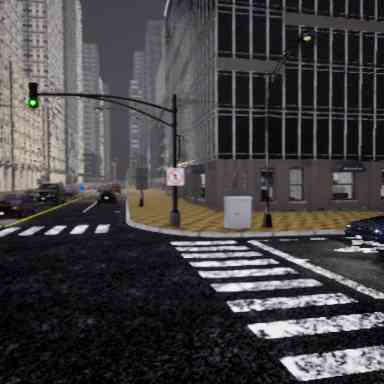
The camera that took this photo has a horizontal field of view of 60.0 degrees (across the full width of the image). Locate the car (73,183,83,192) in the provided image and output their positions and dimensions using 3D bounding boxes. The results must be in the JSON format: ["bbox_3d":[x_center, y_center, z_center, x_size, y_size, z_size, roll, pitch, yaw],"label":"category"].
[{"bbox_3d":[-22.088,-0.583,62.117,1.967,1.590,4.097,-1,2,-11],"label":"car"}]

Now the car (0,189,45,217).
[{"bbox_3d":[-11.652,0.788,22.027,2.033,1.411,5.357,-1,2,-12],"label":"car"}]

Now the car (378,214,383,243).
[{"bbox_3d":[7.984,1.351,9.352,4.674,1.442,1.812,0,2,-14],"label":"car"}]

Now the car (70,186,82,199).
[{"bbox_3d":[-15.633,0.202,42.248,1.895,1.301,4.718,-1,2,-11],"label":"car"}]

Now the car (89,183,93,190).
[{"bbox_3d":[-26.373,-1.406,83.792,2.192,1.841,5.009,-1,2,-11],"label":"car"}]

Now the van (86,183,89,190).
[{"bbox_3d":[-24.230,-1.031,72.954,1.690,1.788,3.998,-1,2,-11],"label":"van"}]

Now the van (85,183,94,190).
[{"bbox_3d":[-27.444,-1.555,89.213,1.690,1.788,3.998,-1,2,-11],"label":"van"}]

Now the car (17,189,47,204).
[{"bbox_3d":[-16.731,0.426,35.021,1.802,1.307,4.206,-1,2,-11],"label":"car"}]

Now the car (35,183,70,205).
[{"bbox_3d":[-13.642,0.143,32.099,2.150,2.045,5.566,-1,2,-11],"label":"car"}]

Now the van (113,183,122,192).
[{"bbox_3d":[-15.429,-0.949,69.059,1.690,1.788,3.998,-1,2,-11],"label":"van"}]

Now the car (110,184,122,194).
[{"bbox_3d":[-13.286,-0.500,58.222,1.967,1.590,4.097,-1,2,-11],"label":"car"}]

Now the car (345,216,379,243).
[{"bbox_3d":[8.727,1.279,12.856,5.357,1.411,2.033,0,2,-14],"label":"car"}]

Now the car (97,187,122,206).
[{"bbox_3d":[-7.881,0.489,31.136,1.947,1.339,4.313,-1,2,-11],"label":"car"}]

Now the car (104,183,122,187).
[{"bbox_3d":[-12.215,-0.451,52.797,2.192,1.841,5.009,-1,2,-11],"label":"car"}]

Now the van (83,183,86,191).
[{"bbox_3d":[-23.159,-0.857,67.534,1.690,1.788,3.998,-1,2,-11],"label":"van"}]
